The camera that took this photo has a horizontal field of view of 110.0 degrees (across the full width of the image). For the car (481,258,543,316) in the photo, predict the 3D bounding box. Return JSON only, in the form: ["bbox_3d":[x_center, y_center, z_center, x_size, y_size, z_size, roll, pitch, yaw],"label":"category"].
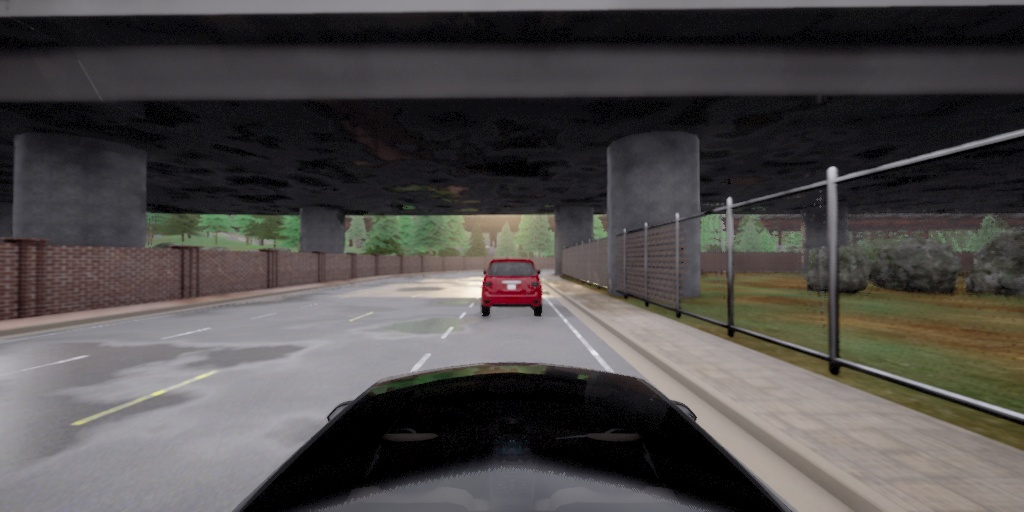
[{"bbox_3d":[-0.001,1.113,14.337,2.150,2.045,5.566,0,0,0],"label":"car"}]
